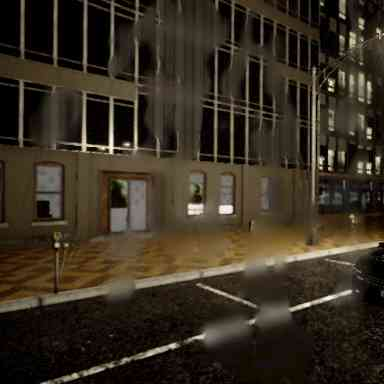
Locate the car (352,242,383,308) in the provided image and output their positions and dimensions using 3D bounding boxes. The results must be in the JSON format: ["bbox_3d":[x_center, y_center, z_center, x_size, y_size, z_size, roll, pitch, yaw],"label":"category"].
[{"bbox_3d":[5.459,1.548,7.259,5.008,1.535,1.882,1,0,-35],"label":"car"}]
